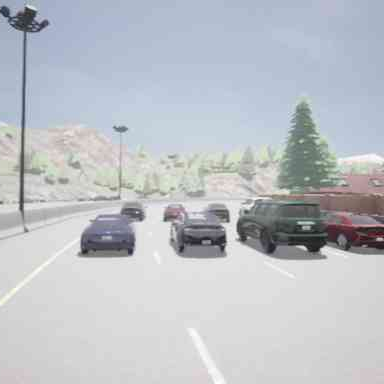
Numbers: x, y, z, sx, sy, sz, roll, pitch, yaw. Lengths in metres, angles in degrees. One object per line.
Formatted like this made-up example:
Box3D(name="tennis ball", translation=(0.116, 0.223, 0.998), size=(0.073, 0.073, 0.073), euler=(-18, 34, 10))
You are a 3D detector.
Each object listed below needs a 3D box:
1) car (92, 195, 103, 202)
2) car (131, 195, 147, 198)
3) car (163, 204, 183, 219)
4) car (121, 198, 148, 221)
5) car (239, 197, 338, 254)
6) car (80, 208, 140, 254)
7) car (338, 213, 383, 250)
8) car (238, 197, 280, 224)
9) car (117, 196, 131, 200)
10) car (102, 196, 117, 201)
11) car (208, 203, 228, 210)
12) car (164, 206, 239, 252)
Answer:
Box3D(name="car", translation=(-21.565, 1.565, 78.122), size=(1.837, 1.490, 4.892), euler=(1, 0, 12))
Box3D(name="car", translation=(-11.431, 1.585, 75.342), size=(2.097, 1.767, 4.553), euler=(1, 0, 12))
Box3D(name="car", translation=(-1.405, 1.707, 28.368), size=(1.994, 1.385, 4.181), euler=(1, 0, -3))
Box3D(name="car", translation=(-4.897, 1.585, 28.126), size=(1.837, 1.490, 4.892), euler=(1, 0, -3))
Box3D(name="car", translation=(3.655, 1.369, 14.526), size=(2.150, 2.045, 5.566), euler=(1, 0, -9))
Box3D(name="car", translation=(-3.293, 1.586, 13.672), size=(1.994, 1.385, 4.181), euler=(1, 0, -9))
Box3D(name="car", translation=(7.045, 1.697, 15.561), size=(1.882, 1.535, 5.008), euler=(1, 0, -9))
Box3D(name="car", translation=(5.592, 1.486, 28.520), size=(2.150, 2.045, 5.566), euler=(1, 0, -4))
Box3D(name="car", translation=(-14.820, 1.705, 76.250), size=(1.812, 1.442, 4.674), euler=(1, 0, 12))
Box3D(name="car", translation=(-18.192, 1.623, 77.186), size=(1.837, 1.490, 4.892), euler=(1, 0, 12))
Box3D(name="car", translation=(2.086, 1.714, 28.576), size=(1.837, 1.490, 4.892), euler=(1, 0, -3))
Box3D(name="car", translation=(0.159, 1.580, 14.257), size=(2.128, 1.511, 4.902), euler=(1, 0, -9))
